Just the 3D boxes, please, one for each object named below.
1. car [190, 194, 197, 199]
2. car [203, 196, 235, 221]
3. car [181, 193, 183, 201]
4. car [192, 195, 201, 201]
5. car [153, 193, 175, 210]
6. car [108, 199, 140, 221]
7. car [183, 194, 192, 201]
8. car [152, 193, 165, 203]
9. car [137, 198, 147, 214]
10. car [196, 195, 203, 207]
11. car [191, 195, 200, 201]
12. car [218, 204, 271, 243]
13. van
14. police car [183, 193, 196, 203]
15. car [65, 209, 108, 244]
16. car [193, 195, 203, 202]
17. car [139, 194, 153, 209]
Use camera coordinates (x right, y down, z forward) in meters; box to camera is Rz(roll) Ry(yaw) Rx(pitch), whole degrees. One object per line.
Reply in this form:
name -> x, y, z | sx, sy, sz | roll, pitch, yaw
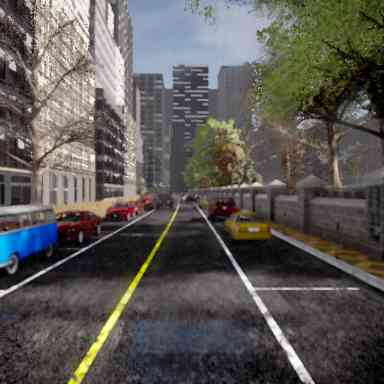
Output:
car -> 0.435, 1.339, 93.310 | 1.947, 1.339, 4.313 | 0, 0, -2
car -> 2.365, 1.262, 26.756 | 2.192, 1.841, 5.009 | 0, 0, -1
car -> -1.069, 1.356, 73.214 | 1.812, 1.442, 4.674 | 0, 0, -15
car -> 1.022, 1.402, 76.671 | 1.802, 1.307, 4.206 | 0, 0, -2
car -> -3.331, 1.131, 41.973 | 2.150, 2.045, 5.566 | 0, 1, -1
car -> -5.658, 1.492, 26.617 | 1.887, 1.381, 4.507 | 0, 0, -1
car -> -1.076, 1.268, 79.647 | 1.801, 1.575, 5.366 | 0, 0, 3
car -> -6.614, 1.168, 65.445 | 2.192, 1.841, 5.009 | 0, 0, -2
car -> -5.748, 1.517, 32.166 | 1.802, 1.307, 4.206 | 0, 0, -1
car -> 1.912, 1.420, 49.113 | 1.752, 1.417, 4.829 | 0, 0, -2
car -> 0.826, 1.371, 82.217 | 1.947, 1.339, 4.313 | 0, 0, -2
car -> 2.491, 1.495, 15.830 | 1.752, 1.417, 4.829 | 0, 0, -1
van -> -5.492, 1.323, 9.975 | 1.690, 1.788, 3.998 | 0, 0, 0
police car -> -0.259, 1.283, 63.549 | 1.930, 1.638, 5.238 | 0, 0, -2
car -> -5.532, 1.515, 15.521 | 1.887, 1.381, 4.507 | 0, 0, 0
car -> 1.218, 1.387, 71.124 | 2.008, 1.369, 4.403 | 0, 0, -2
car -> -5.971, 1.225, 43.258 | 2.192, 1.841, 5.009 | 0, 0, -1
